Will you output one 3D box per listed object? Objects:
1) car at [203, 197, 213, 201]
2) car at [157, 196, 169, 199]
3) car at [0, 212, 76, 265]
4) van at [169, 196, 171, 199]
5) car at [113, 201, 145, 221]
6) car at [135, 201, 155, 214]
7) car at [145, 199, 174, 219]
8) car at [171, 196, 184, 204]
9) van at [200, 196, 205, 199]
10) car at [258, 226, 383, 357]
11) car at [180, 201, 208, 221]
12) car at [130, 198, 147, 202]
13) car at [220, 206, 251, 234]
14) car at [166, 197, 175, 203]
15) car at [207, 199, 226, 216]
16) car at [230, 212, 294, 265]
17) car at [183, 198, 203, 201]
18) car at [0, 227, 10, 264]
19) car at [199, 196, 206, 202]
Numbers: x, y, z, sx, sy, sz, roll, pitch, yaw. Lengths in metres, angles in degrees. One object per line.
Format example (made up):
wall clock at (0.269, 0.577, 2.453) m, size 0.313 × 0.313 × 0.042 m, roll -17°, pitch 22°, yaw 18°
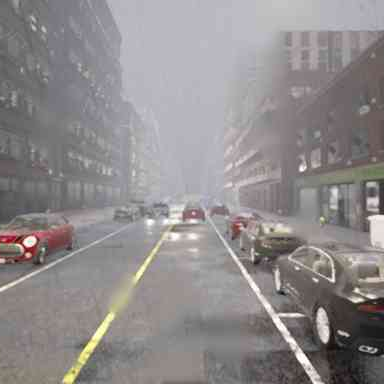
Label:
car at (2.772, 1.805, 45.944) m, size 1.752 × 1.417 × 4.829 m, roll 1°, pitch 0°, yaw 0°
car at (-5.576, 1.786, 57.200) m, size 1.967 × 1.590 × 4.097 m, roll 1°, pitch 0°, yaw 0°
car at (-5.656, 1.517, 11.833) m, size 1.967 × 1.590 × 4.097 m, roll 1°, pitch 0°, yaw 0°
van at (-5.544, 1.784, 74.213) m, size 1.690 × 1.788 × 3.998 m, roll 1°, pitch 0°, yaw 0°
car at (-5.628, 1.731, 28.845) m, size 2.008 × 1.369 × 4.403 m, roll 1°, pitch 0°, yaw 0°
car at (-5.608, 1.829, 40.187) m, size 1.802 × 1.307 × 4.206 m, roll 1°, pitch 0°, yaw 0°
car at (-3.042, 1.722, 31.656) m, size 1.812 × 1.442 × 4.674 m, roll 0°, pitch 0°, yaw 0°
car at (-2.872, 1.771, 73.046) m, size 2.097 × 1.767 × 4.553 m, roll 0°, pitch 0°, yaw 0°
van at (2.772, 1.685, 57.117) m, size 1.690 × 1.788 × 3.998 m, roll 1°, pitch 0°, yaw 0°
car at (2.712, 1.590, 6.081) m, size 2.008 × 1.369 × 4.403 m, roll 1°, pitch 0°, yaw 0°
car at (0.148, 1.747, 29.616) m, size 1.994 × 1.385 × 4.181 m, roll 0°, pitch 0°, yaw 0°
car at (-5.614, 1.529, 34.516) m, size 2.192 × 1.841 × 5.009 m, roll 1°, pitch 0°, yaw 0°
car at (2.732, 1.654, 17.422) m, size 1.887 × 1.381 × 4.507 m, roll 1°, pitch 0°, yaw 0°
car at (-5.528, 2.051, 85.554) m, size 1.887 × 1.381 × 4.507 m, roll 1°, pitch 0°, yaw 0°
car at (2.762, 1.757, 34.434) m, size 1.887 × 1.381 × 4.507 m, roll 1°, pitch 0°, yaw 0°
car at (2.722, 1.625, 11.752) m, size 2.008 × 1.369 × 4.403 m, roll 1°, pitch 0°, yaw 0°
car at (0.116, 1.877, 45.351) m, size 1.895 × 1.301 × 4.718 m, roll 0°, pitch 0°, yaw 1°
car at (-5.668, 1.592, 6.161) m, size 2.008 × 1.369 × 4.403 m, roll 1°, pitch 0°, yaw 0°
car at (2.831, 1.976, 91.138) m, size 1.967 × 1.590 × 4.097 m, roll 1°, pitch 0°, yaw 0°
